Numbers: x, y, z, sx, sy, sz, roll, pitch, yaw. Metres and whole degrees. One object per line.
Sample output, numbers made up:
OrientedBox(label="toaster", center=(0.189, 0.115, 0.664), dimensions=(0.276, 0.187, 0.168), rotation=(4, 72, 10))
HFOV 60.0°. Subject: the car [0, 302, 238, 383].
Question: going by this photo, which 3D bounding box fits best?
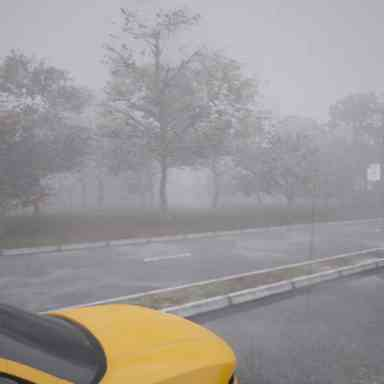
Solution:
OrientedBox(label="car", center=(-1.876, 1.476, 2.102), dimensions=(5.008, 1.535, 1.882), rotation=(0, 0, -36))
